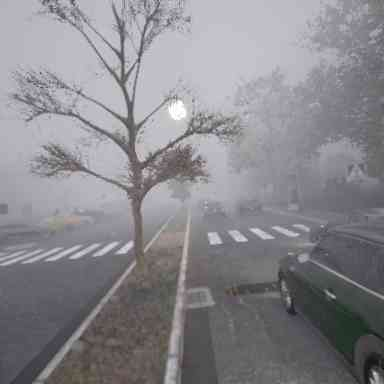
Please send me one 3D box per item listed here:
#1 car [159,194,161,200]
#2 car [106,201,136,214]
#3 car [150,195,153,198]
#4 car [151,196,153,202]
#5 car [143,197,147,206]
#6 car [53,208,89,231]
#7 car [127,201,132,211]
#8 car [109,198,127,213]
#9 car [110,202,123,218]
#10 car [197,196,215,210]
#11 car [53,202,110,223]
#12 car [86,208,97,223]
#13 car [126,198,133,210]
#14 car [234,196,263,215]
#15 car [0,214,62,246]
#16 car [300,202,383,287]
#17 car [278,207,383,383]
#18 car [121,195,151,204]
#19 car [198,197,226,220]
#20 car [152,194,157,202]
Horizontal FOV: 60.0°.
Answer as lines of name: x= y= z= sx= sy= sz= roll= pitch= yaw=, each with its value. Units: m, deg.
car: x=-12.112 y=2.114 z=92.483 sx=4.892 sy=1.521 sz=2.231 roll=-7 pitch=0 yaw=-20
car: x=-12.062 y=2.609 z=56.474 sx=4.674 sy=1.452 sz=2.002 roll=-7 pitch=1 yaw=-20
car: x=-12.260 y=2.322 z=74.410 sx=5.366 sy=1.575 sz=1.946 roll=-7 pitch=1 yaw=-20
car: x=-11.911 y=2.320 z=71.544 sx=5.366 sy=1.575 sz=1.946 roll=-7 pitch=1 yaw=-20
car: x=-12.047 y=2.458 z=65.490 sx=4.792 sy=1.488 sz=2.163 roll=-7 pitch=1 yaw=-20
car: x=-12.217 y=2.791 z=29.376 sx=5.366 sy=1.575 sz=1.946 roll=-6 pitch=0 yaw=-20
car: x=-12.054 y=2.691 z=50.475 sx=4.674 sy=1.452 sz=2.002 roll=-7 pitch=0 yaw=-20
car: x=-12.104 y=2.462 z=44.449 sx=5.566 sy=2.045 sz=2.435 roll=-7 pitch=1 yaw=-20
car: x=-11.878 y=2.709 z=41.523 sx=5.366 sy=1.575 sz=1.946 roll=-7 pitch=0 yaw=-20
car: x=1.753 y=1.419 z=43.362 sx=1.994 sy=1.385 sz=4.181 roll=-6 pitch=1 yaw=0
car: x=-12.049 y=2.512 z=35.468 sx=5.566 sy=2.045 sz=2.435 roll=-7 pitch=0 yaw=-20
car: x=-12.046 y=2.810 z=32.449 sx=4.674 sy=1.452 sz=2.002 roll=-7 pitch=0 yaw=-20
car: x=-12.104 y=2.488 z=53.462 sx=4.553 sy=1.767 sz=2.185 roll=-7 pitch=1 yaw=-20
car: x=4.810 y=1.100 z=28.938 sx=2.128 sy=1.511 sz=4.902 roll=-6 pitch=0 yaw=0
car: x=-12.018 y=2.801 z=23.453 sx=4.792 sy=1.488 sz=2.163 roll=-6 pitch=0 yaw=-20
car: x=4.825 y=1.136 z=8.846 sx=2.033 sy=1.411 sz=5.357 roll=-6 pitch=0 yaw=0
car: x=2.618 y=1.165 z=4.461 sx=2.097 sy=1.767 sz=4.553 roll=-6 pitch=0 yaw=0
car: x=-12.084 y=2.135 z=68.489 sx=5.566 sy=2.045 sz=2.435 roll=-7 pitch=1 yaw=-20
car: x=1.760 y=1.459 z=28.005 sx=2.033 sy=1.411 sz=5.357 roll=-6 pitch=0 yaw=0
car: x=-12.146 y=1.983 z=80.458 sx=5.566 sy=2.045 sz=2.435 roll=-7 pitch=1 yaw=-20
